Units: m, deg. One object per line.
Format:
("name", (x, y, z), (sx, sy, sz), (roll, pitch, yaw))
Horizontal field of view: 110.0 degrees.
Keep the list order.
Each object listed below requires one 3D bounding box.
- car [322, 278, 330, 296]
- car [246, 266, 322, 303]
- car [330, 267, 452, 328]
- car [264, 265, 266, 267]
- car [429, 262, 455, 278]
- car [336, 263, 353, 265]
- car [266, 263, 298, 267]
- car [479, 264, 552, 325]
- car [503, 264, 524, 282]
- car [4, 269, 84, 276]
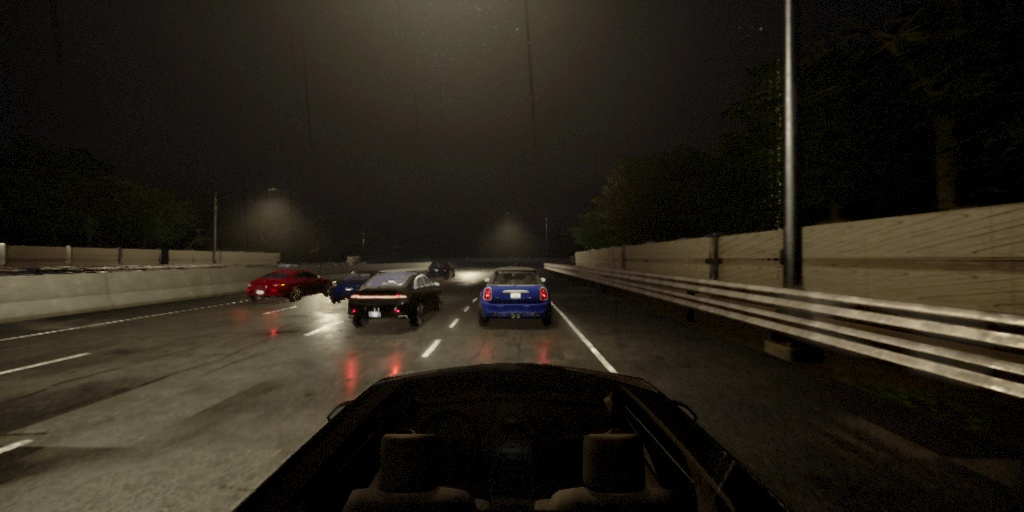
("car", (-6.895, 1.392, 17.182), (1.994, 1.385, 4.181), (0, 0, 0))
("car", (-10.382, 1.353, 17.095), (1.812, 1.442, 4.674), (0, 0, 0))
("car", (-3.497, 1.279, 11.567), (2.128, 1.511, 4.902), (0, 0, 0))
("car", (-31.505, 1.628, 47.828), (1.882, 1.535, 5.008), (0, -1, 0))
("car", (-6.890, 1.366, 34.980), (2.097, 1.767, 4.553), (0, -1, 0))
("car", (-21.046, 1.624, 44.668), (1.837, 1.490, 4.892), (0, -1, 0))
("car", (-28.039, 1.683, 44.840), (1.994, 1.385, 4.181), (0, -1, 1))
("car", (0.104, 1.144, 12.132), (2.097, 1.767, 4.553), (0, 0, 0))
("car", (0.123, 1.523, 33.440), (1.812, 1.442, 4.674), (0, -1, 0))
("car", (-24.595, 1.388, 18.743), (2.033, 1.411, 5.357), (0, -1, 0))
